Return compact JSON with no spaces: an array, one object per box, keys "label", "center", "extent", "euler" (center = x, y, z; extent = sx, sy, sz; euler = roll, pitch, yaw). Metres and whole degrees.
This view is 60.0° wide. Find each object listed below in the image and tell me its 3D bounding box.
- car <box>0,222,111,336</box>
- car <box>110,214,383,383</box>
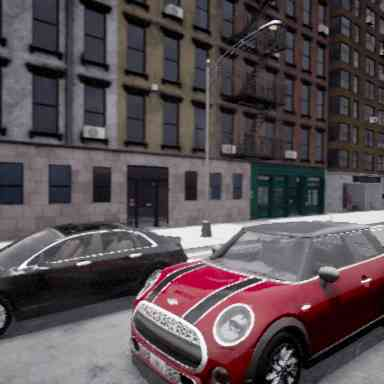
[{"label":"car","center":[-2.308,1.381,6.276],"extent":[4.892,1.490,1.837],"euler":[0,1,-39]},{"label":"car","center":[1.377,1.286,5.068],"extent":[4.553,1.767,2.097],"euler":[0,1,-39]}]
